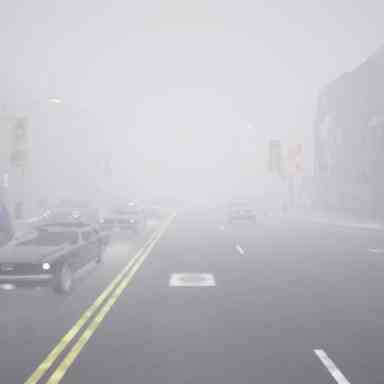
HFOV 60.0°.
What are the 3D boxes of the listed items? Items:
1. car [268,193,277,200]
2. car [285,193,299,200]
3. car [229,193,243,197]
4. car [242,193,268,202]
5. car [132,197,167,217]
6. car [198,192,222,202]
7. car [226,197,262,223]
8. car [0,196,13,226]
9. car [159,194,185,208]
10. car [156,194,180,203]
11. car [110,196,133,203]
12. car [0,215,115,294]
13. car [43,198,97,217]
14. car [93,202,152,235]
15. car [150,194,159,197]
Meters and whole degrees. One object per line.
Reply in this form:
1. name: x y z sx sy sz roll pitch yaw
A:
1. car: 14.939 0.928 66.034 4.674 1.442 1.812 0 1 -39
2. car: 20.151 0.934 65.615 4.674 1.442 1.812 0 1 -31
3. car: 8.268 0.959 58.471 2.128 1.511 4.902 0 1 36
4. car: 10.504 1.026 55.050 1.812 1.442 4.674 0 0 31
5. car: -3.455 1.342 27.871 1.895 1.301 4.718 0 1 1
6. car: 3.518 0.966 57.364 2.128 1.511 4.902 0 1 30
7. car: 3.388 1.335 23.281 2.033 1.411 5.357 0 1 5
8. car: -7.078 1.130 8.987 2.150 2.045 5.566 0 1 0
9. car: -2.332 1.214 41.830 1.895 1.301 4.718 0 1 12
10. car: -4.077 1.064 57.488 1.895 1.301 4.718 0 1 30
11. car: -6.774 1.199 32.555 1.837 1.490 4.892 0 1 3
12. car: -3.579 1.518 8.670 1.895 1.301 4.718 0 1 0
13. car: -7.019 1.165 19.804 2.097 1.767 4.553 0 1 0
14. car: -3.542 1.433 17.929 1.895 1.301 4.718 0 1 0
15. car: -3.965 1.111 49.079 1.994 1.385 4.181 0 0 19
